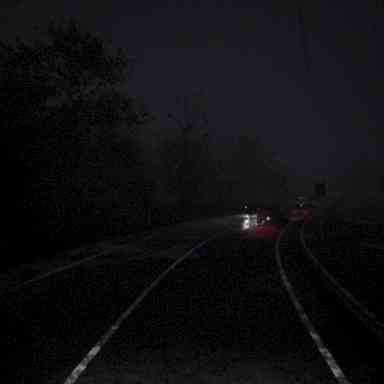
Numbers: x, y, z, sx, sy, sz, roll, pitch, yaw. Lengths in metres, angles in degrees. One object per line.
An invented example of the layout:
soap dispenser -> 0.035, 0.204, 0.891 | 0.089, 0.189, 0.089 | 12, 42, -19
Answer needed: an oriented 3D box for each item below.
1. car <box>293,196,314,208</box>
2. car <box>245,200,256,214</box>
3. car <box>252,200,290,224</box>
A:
car -> 13.736, 1.190, 40.684 | 1.895, 1.301, 4.718 | -2, 1, 27
car -> 7.078, 1.539, 35.198 | 1.895, 1.301, 4.718 | -2, 1, 27
car -> 6.141, 1.521, 25.011 | 1.837, 1.490, 4.892 | -2, 0, 23
